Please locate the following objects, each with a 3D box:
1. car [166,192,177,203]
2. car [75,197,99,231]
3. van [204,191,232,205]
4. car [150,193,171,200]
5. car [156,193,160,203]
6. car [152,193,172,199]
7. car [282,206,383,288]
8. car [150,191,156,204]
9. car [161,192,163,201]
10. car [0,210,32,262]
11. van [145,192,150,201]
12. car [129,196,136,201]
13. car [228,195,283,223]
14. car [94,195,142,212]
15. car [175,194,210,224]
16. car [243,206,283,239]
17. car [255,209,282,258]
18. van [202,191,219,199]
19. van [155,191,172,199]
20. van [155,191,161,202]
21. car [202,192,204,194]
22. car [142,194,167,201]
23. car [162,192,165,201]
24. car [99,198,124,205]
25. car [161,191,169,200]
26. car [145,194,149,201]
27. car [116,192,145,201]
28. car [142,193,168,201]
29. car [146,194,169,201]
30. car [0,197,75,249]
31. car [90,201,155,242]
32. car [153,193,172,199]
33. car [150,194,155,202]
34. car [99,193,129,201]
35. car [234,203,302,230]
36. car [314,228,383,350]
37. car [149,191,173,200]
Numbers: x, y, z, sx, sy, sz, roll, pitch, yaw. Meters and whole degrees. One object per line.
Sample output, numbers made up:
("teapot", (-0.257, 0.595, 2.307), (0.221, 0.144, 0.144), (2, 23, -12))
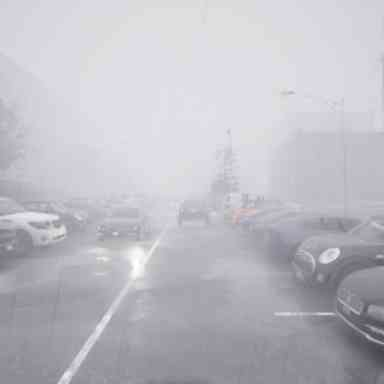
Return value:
("car", (-3.010, 1.250, 59.517), (1.994, 1.385, 4.181), (0, 0, 1))
("car", (-7.672, 1.259, 17.713), (4.553, 1.767, 2.185), (0, 0, 0))
("van", (4.831, 0.924, 62.807), (4.442, 1.987, 1.878), (0, 0, 0))
("car", (-7.577, 1.092, 79.297), (4.792, 1.488, 2.163), (0, 0, 0))
("car", (-7.618, 1.224, 48.443), (5.008, 1.535, 2.097), (0, 0, 0))
("car", (-7.603, 1.038, 84.825), (5.008, 1.535, 2.097), (0, 0, 0))
("car", (4.715, 1.313, 7.677), (4.553, 1.767, 2.185), (0, 0, 0))
("car", (-7.655, 1.113, 45.772), (4.553, 1.767, 2.185), (0, 0, 0))
("car", (-7.626, 1.195, 54.155), (4.892, 1.521, 2.231), (0, 0, 0))
("car", (-7.639, 1.428, 9.457), (5.008, 1.535, 2.097), (0, 0, 0))
("van", (-7.745, 1.042, 40.186), (4.442, 1.987, 1.878), (0, 0, 0))
("car", (-7.663, 1.355, 29.013), (4.792, 1.488, 2.163), (0, 0, 0))
("car", (4.659, 1.251, 19.555), (4.553, 1.767, 2.185), (0, 0, 0))
("car", (-7.600, 1.171, 34.599), (4.553, 1.767, 2.185), (0, 0, 0))
("car", (0.113, 1.227, 23.503), (2.097, 1.767, 4.553), (0, 0, 0))
("car", (4.684, 1.448, 13.555), (4.674, 1.452, 2.002), (0, 0, 0))
("car", (4.715, 1.453, 10.616), (4.792, 1.488, 2.163), (0, 0, 0))
("van", (4.845, 0.821, 87.913), (4.442, 1.987, 1.878), (0, 0, 0))
("van", (-7.717, 0.846, 90.446), (4.442, 1.987, 1.878), (0, 0, 0))
("van", (-7.505, 0.983, 51.360), (4.442, 1.987, 1.878), (0, 0, 0))
("car", (0.122, 1.133, 41.238), (2.097, 1.767, 4.553), (0, 0, 0))
("car", (-7.641, 1.151, 68.122), (4.792, 1.488, 2.163), (0, 0, 0))
("car", (-7.613, 1.181, 56.949), (4.892, 1.521, 2.231), (0, 0, 0))
("car", (-7.607, 1.385, 23.424), (4.792, 1.488, 2.163), (0, 0, 0))
("car", (-7.799, 1.133, 65.329), (5.366, 1.575, 1.946), (0, 0, 0))
("car", (-7.658, 1.312, 37.391), (4.792, 1.488, 2.163), (0, 0, 0))
("car", (-7.660, 1.060, 31.804), (5.566, 2.045, 2.435), (0, 0, 0))
("car", (-7.797, 1.104, 70.917), (5.366, 1.575, 1.946), (0, 0, 0))
("car", (-7.639, 1.122, 73.710), (4.792, 1.488, 2.163), (0, 0, 0))
("car", (-7.615, 1.162, 12.250), (5.566, 2.045, 2.435), (0, 0, 0))
("car", (-3.091, 1.420, 15.862), (1.837, 1.490, 4.892), (0, 0, 0))
("car", (-7.631, 1.073, 87.657), (4.792, 1.488, 2.163), (0, 0, 0))
("car", (-7.624, 1.293, 42.981), (4.674, 1.452, 2.002), (0, 0, 0))
("car", (-7.667, 1.215, 26.219), (4.553, 1.767, 2.185), (0, 0, 0))
("car", (4.686, 1.432, 16.617), (4.674, 1.452, 2.002), (0, 0, 0))
("car", (4.689, 1.454, 4.865), (4.892, 1.521, 2.231), (0, 0, 0))
("car", (-7.577, 0.797, 82.090), (5.566, 2.045, 2.435), (0, 0, 0))
